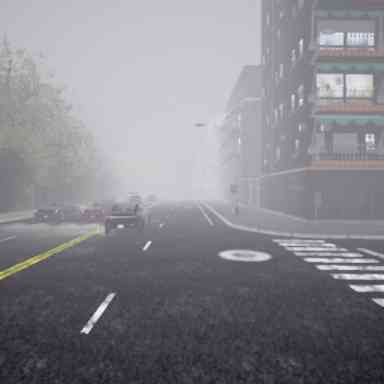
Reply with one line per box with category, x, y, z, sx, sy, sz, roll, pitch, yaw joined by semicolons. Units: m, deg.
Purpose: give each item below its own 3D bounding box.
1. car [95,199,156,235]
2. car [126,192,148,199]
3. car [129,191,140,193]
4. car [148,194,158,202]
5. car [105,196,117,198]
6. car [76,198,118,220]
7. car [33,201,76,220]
car;-3.407;1.374;18.171;2.128;1.511;4.902;0;1;-1
car;-7.181;1.172;42.884;1.837;1.490;4.892;0;0;-1
car;-10.586;0.855;61.227;2.150;2.045;5.566;0;0;-1
car;-7.338;1.103;61.302;1.837;1.490;4.892;0;0;-1
car;-10.427;1.217;42.668;1.994;1.385;4.181;0;0;-1
car;-6.961;1.389;25.421;1.895;1.301;4.718;0;0;-1
car;-10.211;1.374;25.363;1.895;1.301;4.718;0;0;-1
